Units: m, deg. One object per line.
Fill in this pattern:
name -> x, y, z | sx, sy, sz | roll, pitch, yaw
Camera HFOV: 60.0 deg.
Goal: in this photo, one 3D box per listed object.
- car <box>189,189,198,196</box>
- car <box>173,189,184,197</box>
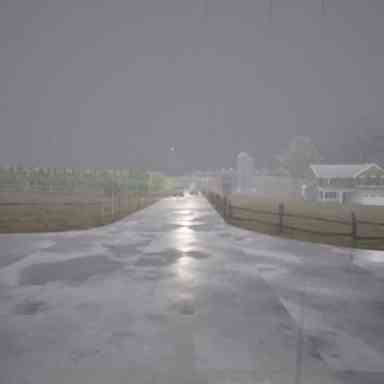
car -> 0.364, 0.057, 65.838 | 2.033, 1.411, 5.357 | 0, 1, 0
car -> -2.420, 0.202, 59.631 | 2.033, 1.411, 5.357 | 0, 1, 0
